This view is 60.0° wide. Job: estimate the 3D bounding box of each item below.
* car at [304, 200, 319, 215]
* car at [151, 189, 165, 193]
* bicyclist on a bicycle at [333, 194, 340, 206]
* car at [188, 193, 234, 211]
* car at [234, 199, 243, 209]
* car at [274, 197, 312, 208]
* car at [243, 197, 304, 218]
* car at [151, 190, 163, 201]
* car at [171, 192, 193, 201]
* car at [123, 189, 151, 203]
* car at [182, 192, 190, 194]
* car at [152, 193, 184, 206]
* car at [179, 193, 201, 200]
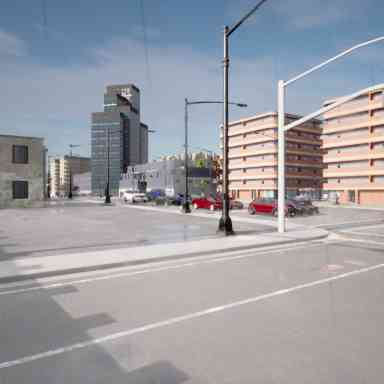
[{"bbox_3d":[9.496,1.413,32.090,2.033,1.411,5.357,0,1,-35],"label":"car"},{"bbox_3d":[-7.565,0.334,69.601,2.150,2.045,5.566,0,1,-34],"label":"car"},{"bbox_3d":[19.984,1.094,45.971,1.656,1.620,0.582,0,1,-34],"label":"bicyclist on a bicycle"},{"bbox_3d":[1.968,1.229,36.891,1.882,1.535,5.008,0,1,-34],"label":"car"},{"bbox_3d":[4.148,1.256,39.910,1.812,1.442,4.674,0,1,-34],"label":"car"},{"bbox_3d":[13.625,1.349,44.991,1.895,1.301,4.718,0,1,-34],"label":"car"},{"bbox_3d":[7.115,1.231,29.382,2.097,1.767,4.553,0,1,-34],"label":"car"},{"bbox_3d":[-7.294,0.877,56.725,1.837,1.490,4.892,0,1,-34],"label":"car"},{"bbox_3d":[-1.907,0.862,61.431,1.837,1.490,4.892,0,1,-34],"label":"car"},{"bbox_3d":[-9.121,0.627,53.177,2.150,2.045,5.566,0,1,-33],"label":"car"},{"bbox_3d":[-1.500,1.080,48.186,1.812,1.442,4.674,0,1,-34],"label":"car"},{"bbox_3d":[-3.156,1.157,44.400,1.994,1.385,4.181,0,1,-34],"label":"car"},{"bbox_3d":[-0.444,0.914,65.438,1.895,1.301,4.718,0,1,-34],"label":"car"}]
